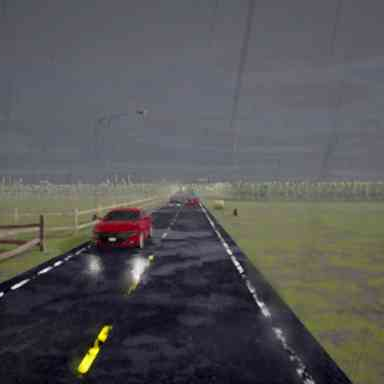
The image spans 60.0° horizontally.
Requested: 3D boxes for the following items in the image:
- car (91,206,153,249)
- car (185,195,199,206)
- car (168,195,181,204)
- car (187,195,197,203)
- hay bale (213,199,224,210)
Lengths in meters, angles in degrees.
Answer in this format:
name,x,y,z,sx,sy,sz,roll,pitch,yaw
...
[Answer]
name,x,y,z,sx,sy,sz,roll,pitch,yaw
car,-2.851,1.415,14.403,1.882,1.535,5.008,0,0,0
car,0.007,1.320,49.125,1.994,1.385,4.181,0,0,0
car,-2.814,1.266,55.336,2.033,1.411,5.357,0,0,1
car,-0.007,1.284,60.923,1.895,1.301,4.718,0,0,0
hay bale,3.126,1.465,39.646,1.220,1.180,1.240,1,1,0
